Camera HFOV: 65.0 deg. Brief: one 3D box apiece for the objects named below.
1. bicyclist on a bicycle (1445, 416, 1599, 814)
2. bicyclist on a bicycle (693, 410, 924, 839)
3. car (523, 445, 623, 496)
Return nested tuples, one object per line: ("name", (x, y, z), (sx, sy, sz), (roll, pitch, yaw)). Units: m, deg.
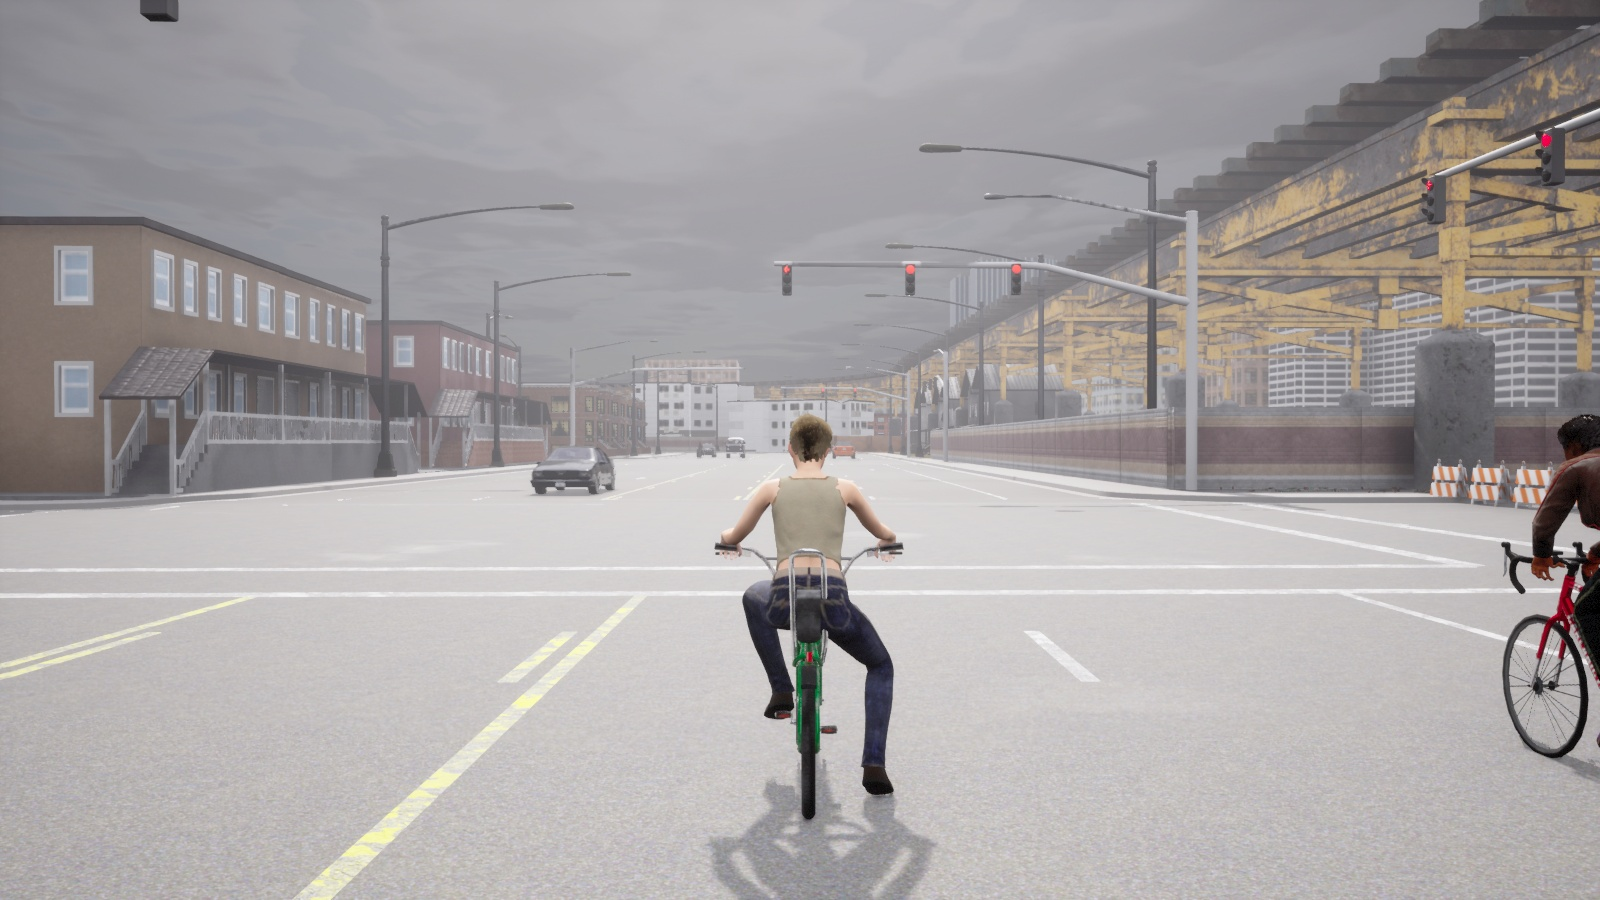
("bicyclist on a bicycle", (3.545, 0.671, 5.511), (0.582, 1.620, 1.656), (0, 0, 0))
("bicyclist on a bicycle", (0.038, 0.652, 5.474), (0.866, 1.612, 1.509), (0, 0, 0))
("car", (-6.786, 0.573, 38.156), (2.033, 1.411, 5.357), (0, 0, 0))
